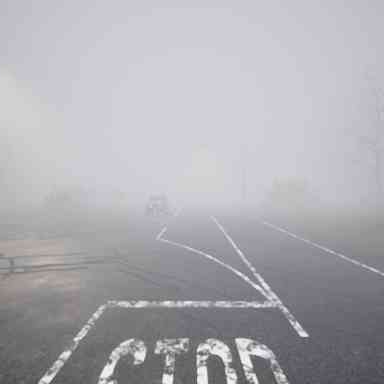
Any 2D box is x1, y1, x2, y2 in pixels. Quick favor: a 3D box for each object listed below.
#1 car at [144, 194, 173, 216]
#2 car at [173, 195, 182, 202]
[{"bbox_3d":[-3.357,1.258,33.011,2.150,2.045,5.566,0,0,0],"label":"car"},{"bbox_3d":[-3.272,1.382,75.311,2.097,1.767,4.553,0,0,0],"label":"car"}]
